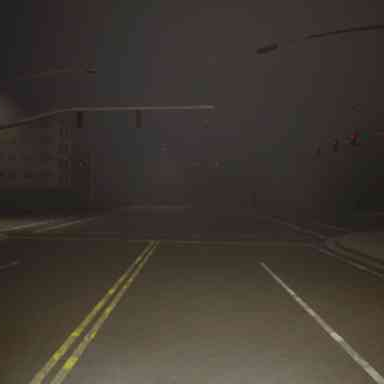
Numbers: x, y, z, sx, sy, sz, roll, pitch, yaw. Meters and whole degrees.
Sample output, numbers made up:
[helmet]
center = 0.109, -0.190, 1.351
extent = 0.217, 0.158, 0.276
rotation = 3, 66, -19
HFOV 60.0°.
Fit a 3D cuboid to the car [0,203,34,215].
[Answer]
[car]
center = -20.902, 1.926, 38.982
extent = 4.181, 1.385, 1.994
rotation = 0, -1, 0
